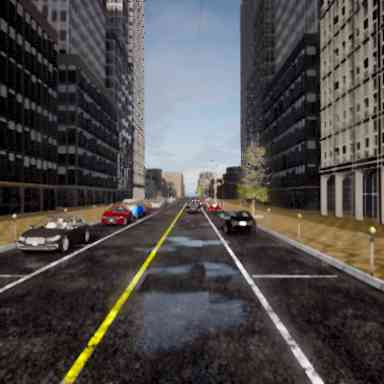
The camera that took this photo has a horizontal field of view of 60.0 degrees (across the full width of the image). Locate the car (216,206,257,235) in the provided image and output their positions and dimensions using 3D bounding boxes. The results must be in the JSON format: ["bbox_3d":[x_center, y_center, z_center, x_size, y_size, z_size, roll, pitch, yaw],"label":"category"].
[{"bbox_3d":[2.720,1.727,19.854,1.947,1.339,4.313,0,0,0],"label":"car"}]

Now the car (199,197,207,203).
[{"bbox_3d":[2.813,2.117,88.156,1.967,1.590,4.097,0,0,0],"label":"car"}]

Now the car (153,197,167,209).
[{"bbox_3d":[-5.614,1.863,54.031,1.967,1.590,4.097,0,0,0],"label":"car"}]

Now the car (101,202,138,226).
[{"bbox_3d":[-5.653,1.750,25.570,1.887,1.381,4.507,0,0,0],"label":"car"}]

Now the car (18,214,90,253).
[{"bbox_3d":[-5.668,1.666,14.186,2.008,1.369,4.403,0,0,0],"label":"car"}]

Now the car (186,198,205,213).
[{"bbox_3d":[0.157,1.821,41.585,2.128,1.511,4.902,0,0,0],"label":"car"}]

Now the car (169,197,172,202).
[{"bbox_3d":[-5.599,2.074,65.415,1.947,1.339,4.313,0,0,0],"label":"car"}]

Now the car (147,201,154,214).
[{"bbox_3d":[-5.637,1.876,36.955,1.802,1.307,4.206,0,0,0],"label":"car"}]

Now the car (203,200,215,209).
[{"bbox_3d":[2.766,2.006,54.004,1.802,1.307,4.206,0,0,0],"label":"car"}]

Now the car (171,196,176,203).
[{"bbox_3d":[-5.568,2.200,88.012,1.752,1.417,4.829,0,0,0],"label":"car"}]

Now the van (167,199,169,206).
[{"bbox_3d":[-5.605,1.807,59.725,1.690,1.788,3.998,0,0,0],"label":"van"}]

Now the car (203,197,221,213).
[{"bbox_3d":[2.752,1.778,42.621,1.967,1.590,4.097,0,0,0],"label":"car"}]

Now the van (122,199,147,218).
[{"bbox_3d":[-5.644,1.591,31.265,1.690,1.788,3.998,0,0,0],"label":"van"}]
